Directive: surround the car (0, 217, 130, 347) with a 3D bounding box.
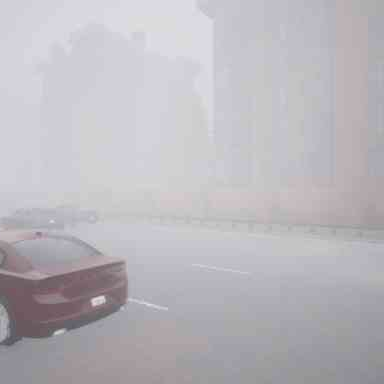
[{"bbox_3d":[-3.411,1.477,6.424,5.008,1.535,1.882,0,0,35],"label":"car"}]

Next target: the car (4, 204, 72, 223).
[{"bbox_3d":[-9.185,1.563,19.137,4.181,1.385,1.994,0,0,35],"label":"car"}]

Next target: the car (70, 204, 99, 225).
[{"bbox_3d":[-8.332,1.525,22.826,4.674,1.442,1.812,0,0,36],"label":"car"}]
